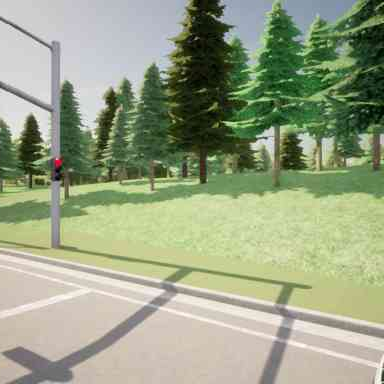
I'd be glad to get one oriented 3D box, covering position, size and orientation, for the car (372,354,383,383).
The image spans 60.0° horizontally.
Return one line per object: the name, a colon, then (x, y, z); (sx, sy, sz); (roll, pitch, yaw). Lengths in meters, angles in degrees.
car: (3.381, 1.352, 1.583); (4.553, 1.767, 2.097); (0, 0, 35)
